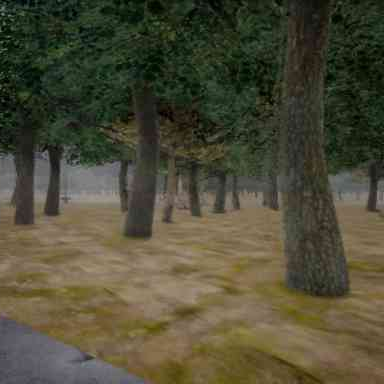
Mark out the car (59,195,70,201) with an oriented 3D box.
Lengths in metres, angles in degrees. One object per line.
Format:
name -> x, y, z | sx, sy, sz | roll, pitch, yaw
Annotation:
car -> -31.862, 1.474, 79.768 | 1.895, 1.301, 4.718 | 2, -1, 37
